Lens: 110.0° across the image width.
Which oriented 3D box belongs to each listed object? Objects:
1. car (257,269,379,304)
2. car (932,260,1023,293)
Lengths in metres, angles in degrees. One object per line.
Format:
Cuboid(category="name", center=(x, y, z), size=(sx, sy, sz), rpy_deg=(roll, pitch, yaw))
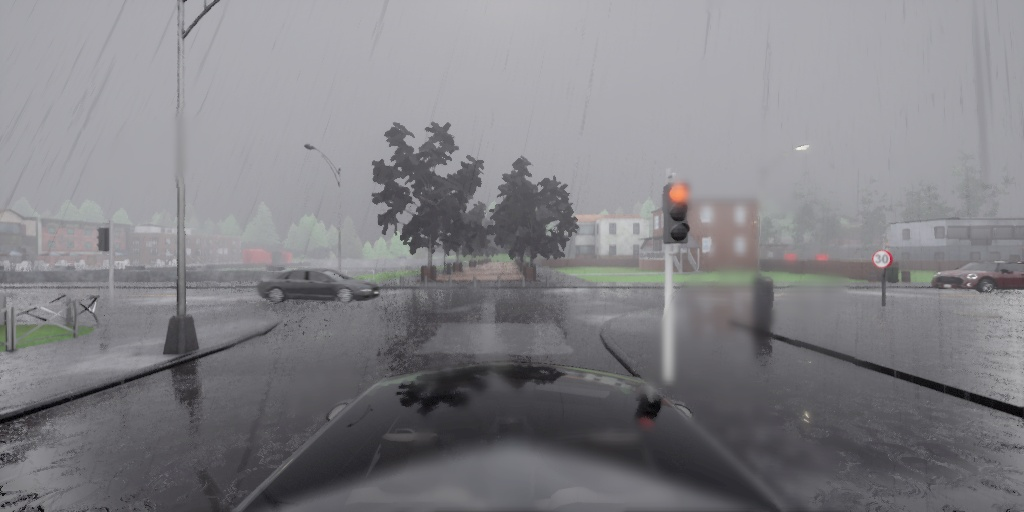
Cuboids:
Cuboid(category="car", center=(-8.413, 1.322, 15.799), size=(4.892, 1.490, 1.837), rpy_deg=(1, 0, 0))
Cuboid(category="car", center=(26.442, 1.088, 19.916), size=(4.553, 1.767, 2.097), rpy_deg=(0, 0, 0))
